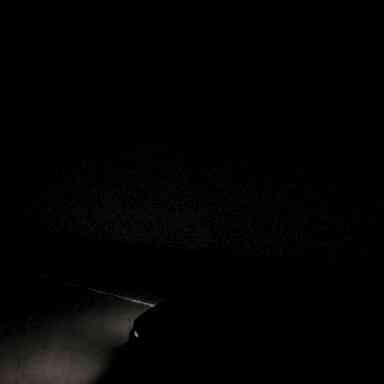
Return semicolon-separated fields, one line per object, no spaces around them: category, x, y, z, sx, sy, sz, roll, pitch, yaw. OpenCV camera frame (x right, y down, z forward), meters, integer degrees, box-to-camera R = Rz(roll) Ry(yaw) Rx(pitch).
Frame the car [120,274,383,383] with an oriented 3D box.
car;1.415;1.525;2.987;4.674;1.442;1.812;0;0;35
